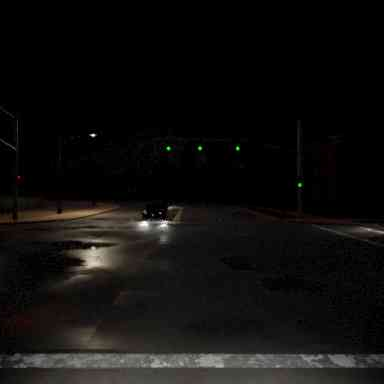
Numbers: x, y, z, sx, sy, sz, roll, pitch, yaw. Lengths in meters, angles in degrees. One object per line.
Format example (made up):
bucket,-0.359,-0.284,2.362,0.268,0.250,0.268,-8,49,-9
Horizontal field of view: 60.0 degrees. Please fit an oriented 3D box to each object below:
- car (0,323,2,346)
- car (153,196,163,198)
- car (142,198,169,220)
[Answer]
car,-3.470,1.563,2.608,1.994,1.385,4.181,0,0,0
car,-5.375,1.466,53.858,2.128,1.511,4.902,0,0,-16
car,-3.023,1.532,28.013,1.837,1.490,4.892,0,0,0
